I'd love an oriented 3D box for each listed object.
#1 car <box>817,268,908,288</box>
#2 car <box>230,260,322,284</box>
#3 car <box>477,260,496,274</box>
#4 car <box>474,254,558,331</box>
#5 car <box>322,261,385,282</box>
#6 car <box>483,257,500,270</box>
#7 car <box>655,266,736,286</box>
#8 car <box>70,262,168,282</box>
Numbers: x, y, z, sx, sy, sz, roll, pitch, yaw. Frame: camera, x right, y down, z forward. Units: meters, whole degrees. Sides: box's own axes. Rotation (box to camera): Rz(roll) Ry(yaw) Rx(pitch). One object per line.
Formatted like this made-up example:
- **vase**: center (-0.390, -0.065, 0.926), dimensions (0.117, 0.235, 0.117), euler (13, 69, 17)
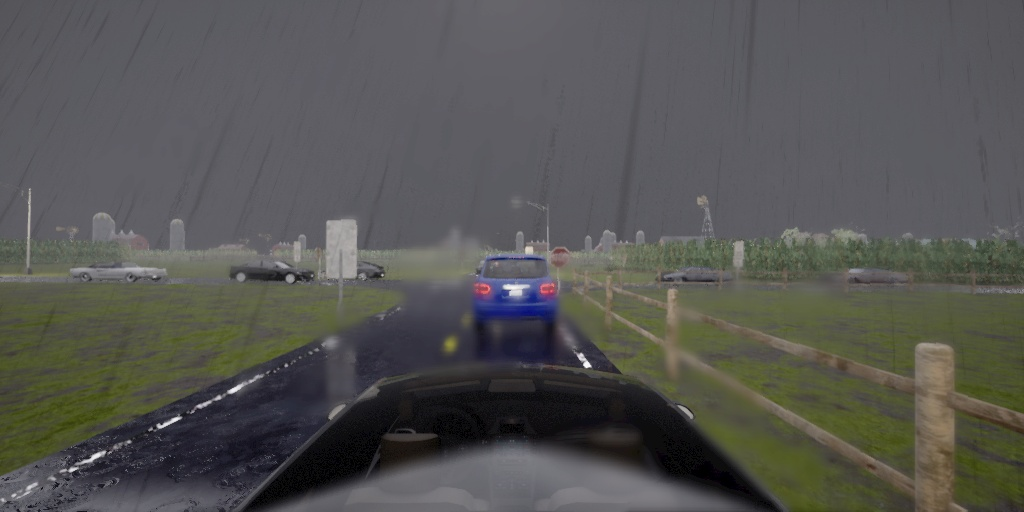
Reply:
- **car**: center (25.996, 1.610, 26.654), dimensions (5.357, 1.411, 2.033), euler (1, -1, 0)
- **car**: center (-15.788, 1.024, 23.803), dimensions (5.008, 1.535, 1.882), euler (1, -1, -1)
- **car**: center (-2.910, 1.201, 41.126), dimensions (1.837, 1.490, 4.892), euler (0, 0, 0)
- **car**: center (0.060, 0.963, 11.048), dimensions (2.150, 2.045, 5.566), euler (0, 0, -1)
- **car**: center (-11.921, 1.129, 26.567), dimensions (4.892, 1.490, 1.837), euler (1, -2, 6)
- **car**: center (-2.908, 1.029, 51.053), dimensions (2.097, 1.767, 4.553), euler (0, 0, 0)
- **car**: center (13.577, 1.463, 26.655), dimensions (5.357, 1.411, 2.033), euler (1, -1, -1)
- **car**: center (-25.919, 1.040, 23.796), dimensions (4.718, 1.301, 1.895), euler (1, -1, 0)
